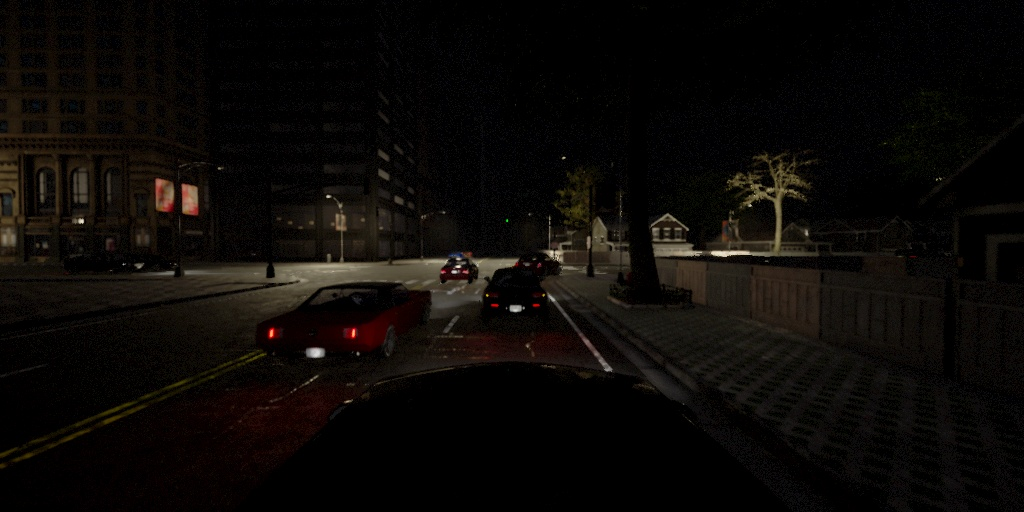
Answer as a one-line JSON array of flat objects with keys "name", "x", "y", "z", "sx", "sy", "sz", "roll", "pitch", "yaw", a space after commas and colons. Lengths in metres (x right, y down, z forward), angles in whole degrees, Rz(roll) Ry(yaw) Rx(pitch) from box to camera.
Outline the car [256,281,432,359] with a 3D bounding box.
[{"name": "car", "x": -3.149, "y": 1.214, "z": 7.976, "sx": 1.895, "sy": 1.301, "sz": 4.718, "roll": 0, "pitch": 1, "yaw": 0}]

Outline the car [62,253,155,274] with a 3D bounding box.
[{"name": "car", "x": -30.961, "y": 0.588, "z": 27.335, "sx": 4.902, "sy": 1.511, "sz": 2.128, "roll": 0, "pitch": 1, "yaw": -2}]

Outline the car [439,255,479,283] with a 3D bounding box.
[{"name": "car", "x": -3.145, "y": 0.855, "z": 22.039, "sx": 2.033, "sy": 1.411, "sz": 5.357, "roll": 0, "pitch": 1, "yaw": 0}]

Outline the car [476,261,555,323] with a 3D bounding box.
[{"name": "car", "x": 0.086, "y": 1.071, "z": 11.116, "sx": 1.812, "sy": 1.442, "sz": 4.674, "roll": 0, "pitch": 1, "yaw": 0}]

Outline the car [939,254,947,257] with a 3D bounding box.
[{"name": "car", "x": 44.490, "y": 0.619, "z": 34.420, "sx": 5.008, "sy": 1.535, "sz": 1.882, "roll": 0, "pitch": 1, "yaw": -9}]

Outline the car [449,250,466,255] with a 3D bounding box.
[{"name": "car", "x": -9.773, "y": -0.091, "z": 62.374, "sx": 1.882, "sy": 1.535, "sz": 5.008, "roll": 0, "pitch": 1, "yaw": 1}]

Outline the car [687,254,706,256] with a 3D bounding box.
[{"name": "car", "x": 21.066, "y": 0.475, "z": 41.013, "sx": 4.902, "sy": 1.511, "sz": 2.128, "roll": 0, "pitch": 1, "yaw": -7}]

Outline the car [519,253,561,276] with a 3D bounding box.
[{"name": "car", "x": 1.895, "y": 0.590, "z": 25.214, "sx": 2.097, "sy": 1.767, "sz": 4.553, "roll": 1, "pitch": 1, "yaw": 24}]

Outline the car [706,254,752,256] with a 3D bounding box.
[{"name": "car", "x": 23.783, "y": 0.548, "z": 38.074, "sx": 4.892, "sy": 1.490, "sz": 1.837, "roll": 0, "pitch": 1, "yaw": -7}]

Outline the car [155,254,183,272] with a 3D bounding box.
[{"name": "car", "x": -31.016, "y": 0.540, "z": 30.587, "sx": 4.892, "sy": 1.490, "sz": 1.837, "roll": 0, "pitch": 1, "yaw": -2}]

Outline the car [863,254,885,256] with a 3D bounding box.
[{"name": "car", "x": 44.644, "y": 0.503, "z": 44.391, "sx": 5.357, "sy": 1.411, "sz": 2.033, "roll": 0, "pitch": 1, "yaw": -9}]

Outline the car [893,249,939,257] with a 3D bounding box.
[{"name": "car", "x": 42.834, "y": 0.302, "z": 37.442, "sx": 5.566, "sy": 2.045, "sz": 2.150, "roll": 0, "pitch": 1, "yaw": -9}]
